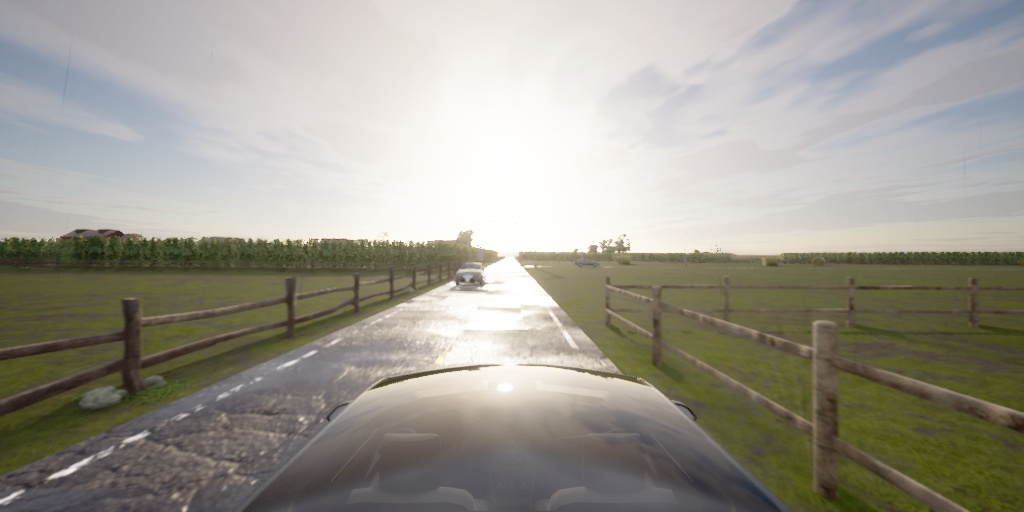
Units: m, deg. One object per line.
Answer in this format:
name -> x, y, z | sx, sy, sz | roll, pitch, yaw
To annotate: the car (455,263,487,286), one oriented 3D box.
car -> -2.849, 1.240, 25.512 | 2.128, 1.511, 4.902 | 0, 0, 0
